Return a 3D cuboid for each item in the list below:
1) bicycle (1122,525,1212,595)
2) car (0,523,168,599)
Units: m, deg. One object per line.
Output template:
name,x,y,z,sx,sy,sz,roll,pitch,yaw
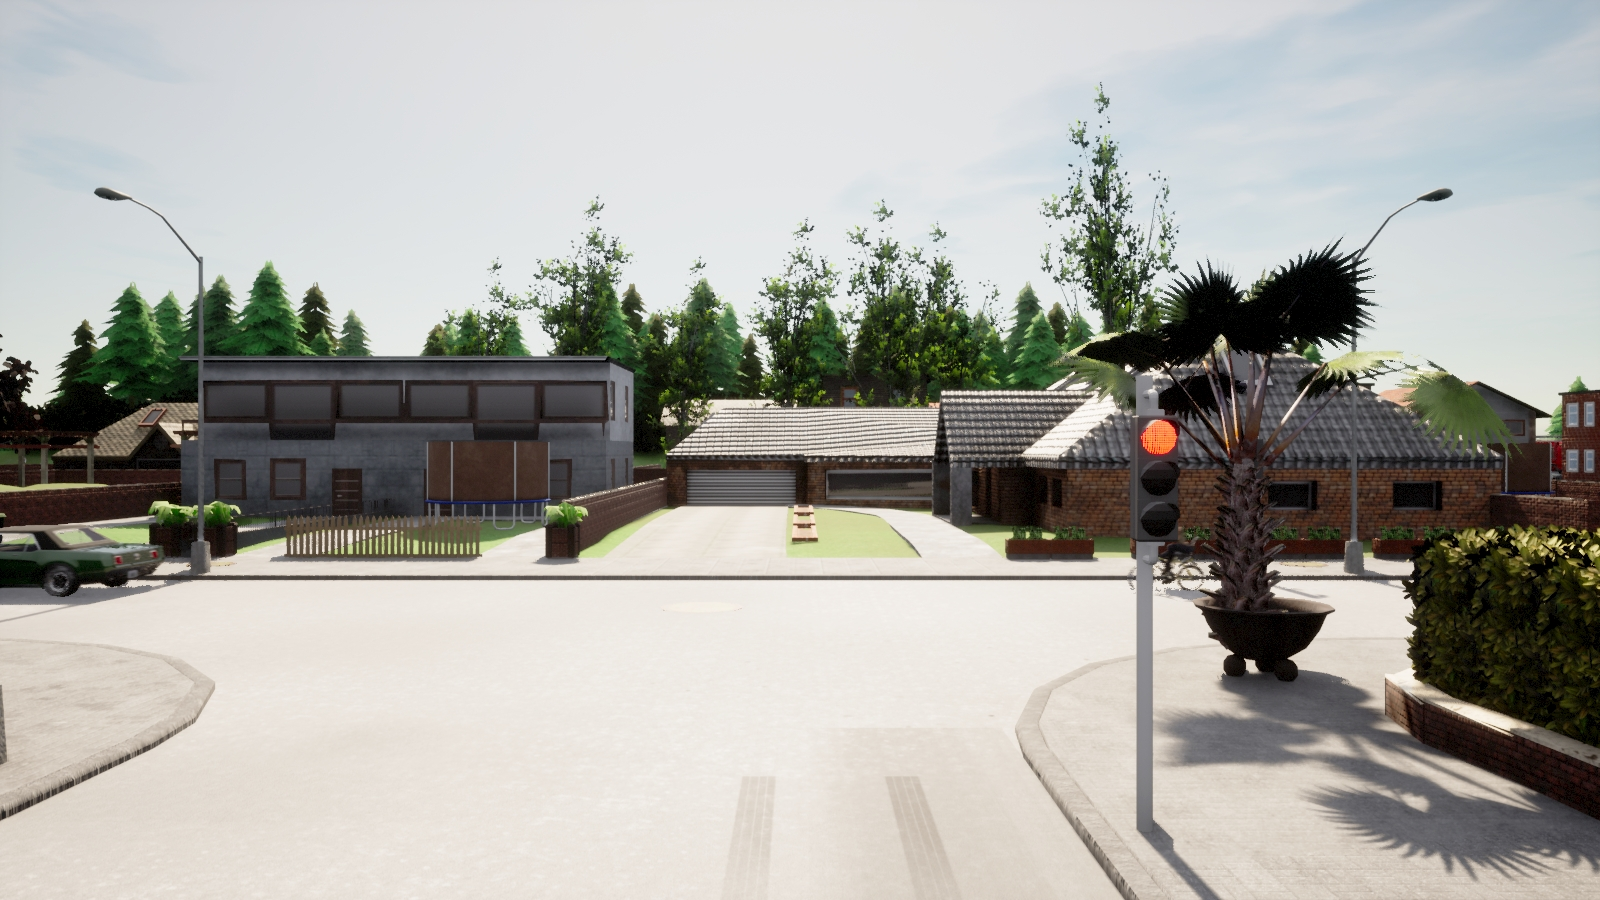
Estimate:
bicycle,7.192,2.149,22.443,1.487,1.276,0.859,0,0,0
car,-15.295,2.146,22.439,4.718,1.301,1.895,0,0,1
